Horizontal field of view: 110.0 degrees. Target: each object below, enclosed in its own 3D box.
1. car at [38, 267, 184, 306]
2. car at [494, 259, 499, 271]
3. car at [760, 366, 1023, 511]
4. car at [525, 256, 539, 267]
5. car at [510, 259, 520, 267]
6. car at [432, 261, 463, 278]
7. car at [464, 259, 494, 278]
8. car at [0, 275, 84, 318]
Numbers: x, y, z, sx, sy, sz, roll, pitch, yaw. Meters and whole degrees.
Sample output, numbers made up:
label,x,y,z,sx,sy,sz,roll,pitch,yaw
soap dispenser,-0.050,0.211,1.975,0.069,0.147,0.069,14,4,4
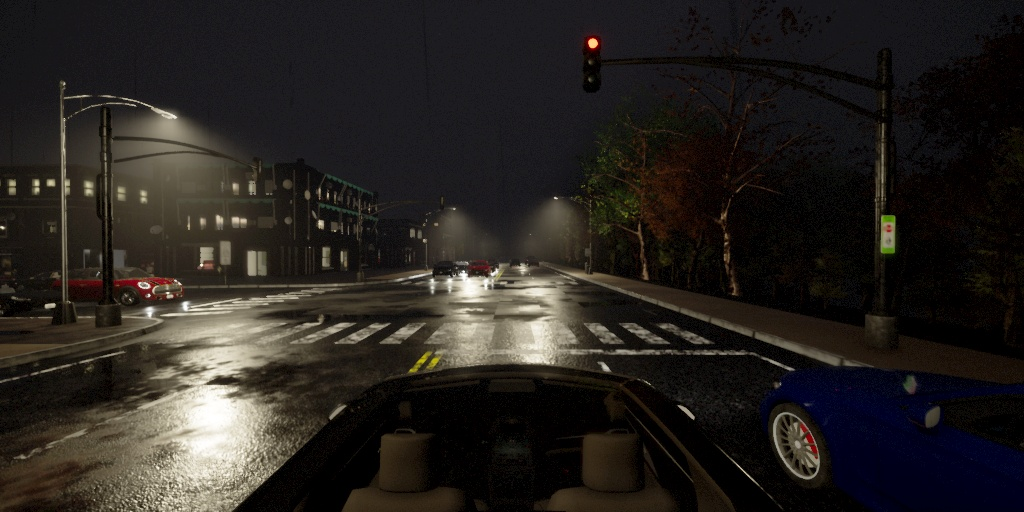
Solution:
label,x,y,z,sx,sy,sz,roll,pitch,yaw
car,-17.994,1.302,16.484,4.553,1.767,2.097,-1,1,0
car,-3.007,1.260,44.591,1.812,1.442,4.674,0,0,1
car,3.355,1.276,1.587,1.812,1.442,4.674,0,0,1
car,3.835,1.202,64.653,1.882,1.535,5.008,0,0,1
car,0.585,1.229,64.812,1.837,1.490,4.892,0,0,0
car,-6.341,1.217,34.611,1.882,1.535,5.008,0,0,1
car,-3.085,1.217,34.457,1.882,1.535,5.008,0,0,1
car,-19.858,1.565,13.767,4.313,1.339,1.948,0,0,1
